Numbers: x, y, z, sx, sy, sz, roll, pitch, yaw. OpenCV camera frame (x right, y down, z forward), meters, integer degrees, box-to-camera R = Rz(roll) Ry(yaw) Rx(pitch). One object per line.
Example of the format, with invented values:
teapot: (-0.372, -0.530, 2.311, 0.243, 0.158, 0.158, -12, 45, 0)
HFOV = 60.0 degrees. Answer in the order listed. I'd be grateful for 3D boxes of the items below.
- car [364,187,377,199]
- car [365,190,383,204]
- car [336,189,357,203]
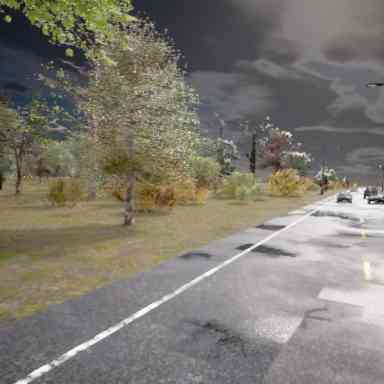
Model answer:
car: (31.944, 0.177, 59.323, 2.150, 2.045, 5.566, 2, 2, 27)
car: (24.036, 0.854, 43.390, 1.895, 1.301, 4.718, 2, 2, 27)
car: (20.222, 0.689, 43.945, 2.033, 1.411, 5.357, 2, 2, 27)
